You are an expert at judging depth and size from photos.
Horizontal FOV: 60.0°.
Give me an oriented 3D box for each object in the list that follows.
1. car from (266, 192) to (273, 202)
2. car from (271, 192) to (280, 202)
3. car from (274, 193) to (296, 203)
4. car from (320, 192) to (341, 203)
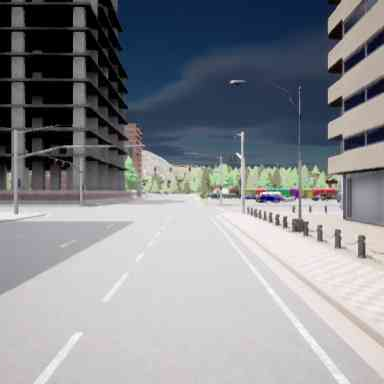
[{"bbox_3d":[20.701,1.178,78.790,4.605,1.855,1.932,0,0,0],"label":"car"},{"bbox_3d":[20.767,1.388,76.107,3.905,1.438,1.784,0,0,0],"label":"car"},{"bbox_3d":[20.782,1.419,73.212,3.806,1.475,1.970,0,0,0],"label":"car"},{"bbox_3d":[35.732,1.181,84.424,4.605,1.855,1.932,0,0,0],"label":"car"}]
